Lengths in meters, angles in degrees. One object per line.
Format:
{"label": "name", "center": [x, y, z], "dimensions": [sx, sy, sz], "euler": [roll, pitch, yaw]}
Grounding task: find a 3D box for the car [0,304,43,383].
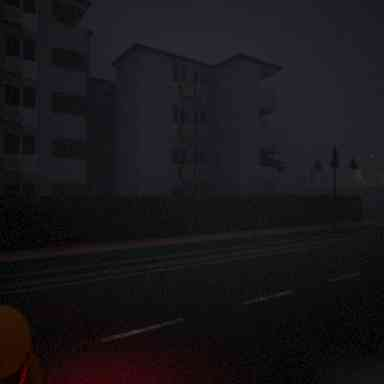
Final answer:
{"label": "car", "center": [-3.435, 1.468, 1.549], "dimensions": [5.008, 1.535, 1.882], "euler": [0, 0, -35]}
